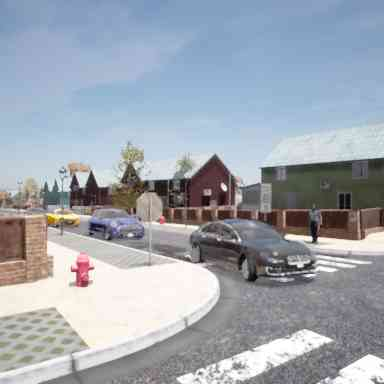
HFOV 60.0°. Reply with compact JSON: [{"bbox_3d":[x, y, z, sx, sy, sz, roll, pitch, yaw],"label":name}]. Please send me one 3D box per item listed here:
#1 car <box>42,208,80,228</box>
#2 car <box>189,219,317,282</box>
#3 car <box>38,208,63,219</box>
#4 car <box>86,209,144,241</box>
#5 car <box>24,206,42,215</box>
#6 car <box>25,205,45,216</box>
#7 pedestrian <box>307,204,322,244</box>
[{"bbox_3d":[-11.422,2.262,29.274,1.882,1.535,5.008,1,-2,-36],"label":"car"},{"bbox_3d":[1.566,1.635,10.271,1.837,1.490,4.892,1,-3,-26],"label":"car"},{"bbox_3d":[-19.296,2.883,45.276,2.033,1.411,5.357,1,-2,-35],"label":"car"},{"bbox_3d":[-4.627,1.813,19.820,2.097,1.767,4.553,1,-3,-36],"label":"car"},{"bbox_3d":[-18.597,2.633,39.327,1.837,1.490,4.892,1,-2,-35],"label":"car"},{"bbox_3d":[-25.654,2.993,54.130,2.097,1.767,4.553,1,-2,-36],"label":"car"},{"bbox_3d":[5.701,1.462,15.494,0.375,1.860,0.375,0,0,-36],"label":"pedestrian"}]
